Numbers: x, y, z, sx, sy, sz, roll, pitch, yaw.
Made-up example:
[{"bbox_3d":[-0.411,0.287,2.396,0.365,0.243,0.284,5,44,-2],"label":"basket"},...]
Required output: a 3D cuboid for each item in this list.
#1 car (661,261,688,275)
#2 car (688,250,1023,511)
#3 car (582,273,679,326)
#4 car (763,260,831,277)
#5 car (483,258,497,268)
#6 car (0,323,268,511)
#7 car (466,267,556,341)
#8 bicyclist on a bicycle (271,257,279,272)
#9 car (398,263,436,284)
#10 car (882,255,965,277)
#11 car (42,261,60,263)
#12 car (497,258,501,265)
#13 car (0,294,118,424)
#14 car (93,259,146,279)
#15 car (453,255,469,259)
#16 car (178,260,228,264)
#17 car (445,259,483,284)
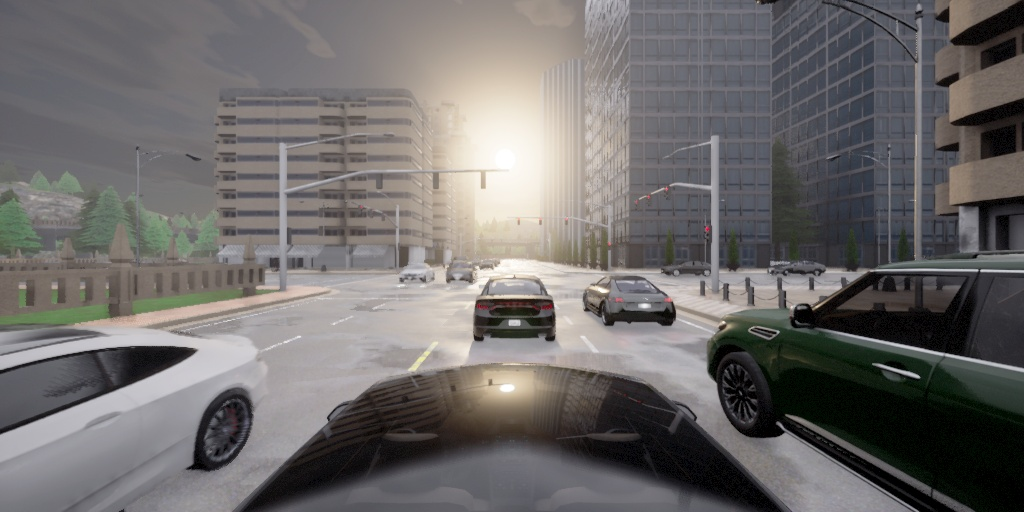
[{"bbox_3d":[16.965,1.191,34.648,4.892,1.490,1.837,0,0,0],"label":"car"},{"bbox_3d":[3.601,0.971,2.288,2.150,2.045,5.566,0,0,0],"label":"car"},{"bbox_3d":[3.575,1.311,11.643,1.994,1.385,4.181,0,0,0],"label":"car"},{"bbox_3d":[27.380,1.178,34.589,4.902,1.511,2.128,0,0,0],"label":"car"},{"bbox_3d":[-3.612,1.242,52.969,1.837,1.490,4.892,0,0,0],"label":"car"},{"bbox_3d":[-3.600,1.275,2.129,1.812,1.442,4.674,0,0,0],"label":"car"},{"bbox_3d":[0.066,1.226,9.864,1.882,1.535,5.008,0,0,0],"label":"car"},{"bbox_3d":[-26.094,0.986,39.820,0.582,1.620,1.656,0,0,7],"label":"bicyclist on a bicycle"},{"bbox_3d":[-7.099,1.249,27.208,1.812,1.442,4.674,0,0,0],"label":"car"},{"bbox_3d":[39.492,0.910,34.518,5.566,2.045,2.150,0,0,0],"label":"car"},{"bbox_3d":[-42.057,1.212,32.873,4.674,1.442,1.812,0,0,29],"label":"car"},{"bbox_3d":[-3.579,1.223,64.373,2.128,1.511,4.902,0,0,0],"label":"car"},{"bbox_3d":[-7.099,1.297,2.851,2.033,1.411,5.357,0,0,0],"label":"car"},{"bbox_3d":[-32.685,1.213,29.191,4.674,1.442,1.812,0,0,15],"label":"car"},{"bbox_3d":[-7.114,0.954,49.592,2.150,2.045,5.566,0,1,0],"label":"car"},{"bbox_3d":[-22.886,1.214,27.895,4.674,1.442,1.812,0,0,4],"label":"car"},{"bbox_3d":[-3.610,1.214,26.252,2.128,1.511,4.902,0,0,0],"label":"car"}]
